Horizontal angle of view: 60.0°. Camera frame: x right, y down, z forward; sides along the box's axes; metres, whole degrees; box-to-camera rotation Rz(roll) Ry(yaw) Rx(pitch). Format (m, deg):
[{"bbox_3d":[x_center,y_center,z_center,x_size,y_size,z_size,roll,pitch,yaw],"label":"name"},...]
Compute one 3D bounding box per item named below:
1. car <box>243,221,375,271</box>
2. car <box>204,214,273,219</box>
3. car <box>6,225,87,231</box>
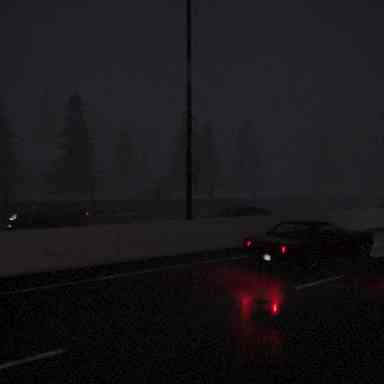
[{"bbox_3d":[3.972,1.595,10.876,4.718,1.301,1.895,0,0,-36],"label":"car"},{"bbox_3d":[2.506,1.497,18.675,4.892,1.490,1.837,0,0,-35],"label":"car"},{"bbox_3d":[-8.439,1.351,19.468,4.553,1.767,2.097,0,0,-35],"label":"car"}]
